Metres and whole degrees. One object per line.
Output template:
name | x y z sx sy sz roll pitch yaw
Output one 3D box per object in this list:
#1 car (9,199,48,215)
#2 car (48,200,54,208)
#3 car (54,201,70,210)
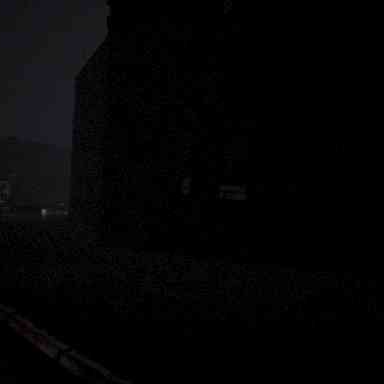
car | -19.802 1.840 39.856 1.882 1.535 5.008 4 -1 3
car | -22.178 1.884 50.840 1.812 1.442 4.674 4 -1 9
car | -18.624 2.138 51.765 2.128 1.511 4.902 4 -1 11
